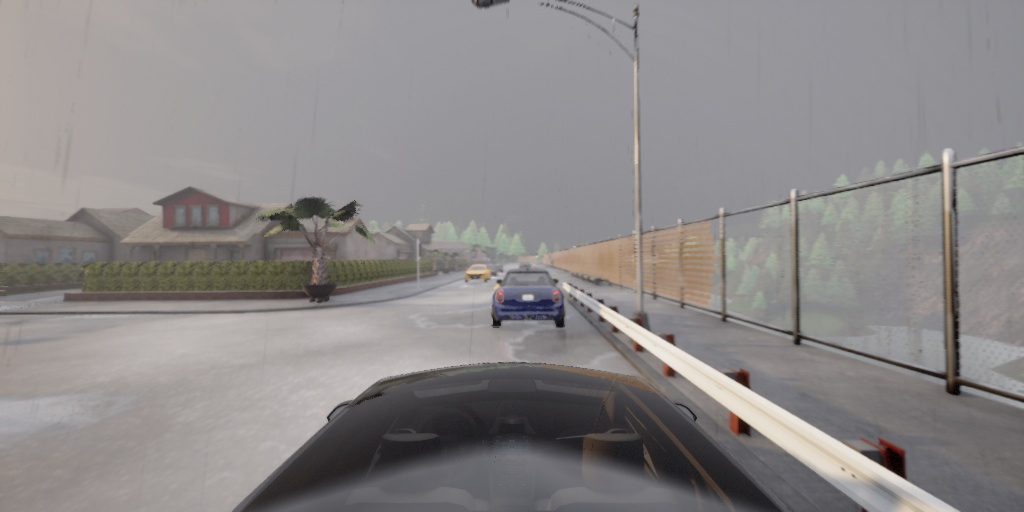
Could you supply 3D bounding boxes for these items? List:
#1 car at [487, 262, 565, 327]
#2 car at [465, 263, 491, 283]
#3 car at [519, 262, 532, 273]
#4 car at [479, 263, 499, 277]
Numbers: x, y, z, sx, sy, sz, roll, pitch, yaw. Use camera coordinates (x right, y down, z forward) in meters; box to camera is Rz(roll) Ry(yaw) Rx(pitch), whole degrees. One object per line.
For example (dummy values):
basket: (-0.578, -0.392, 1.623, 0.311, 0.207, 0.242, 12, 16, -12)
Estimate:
car: (0.519, 1.177, 11.985, 2.097, 1.767, 4.553, -1, 0, 2)
car: (-2.965, 1.496, 32.091, 1.882, 1.535, 5.008, -1, 0, 2)
car: (1.941, 1.627, 52.063, 1.837, 1.490, 4.892, -1, 0, 2)
car: (-2.611, 1.593, 41.534, 1.837, 1.490, 4.892, -1, 0, 2)
